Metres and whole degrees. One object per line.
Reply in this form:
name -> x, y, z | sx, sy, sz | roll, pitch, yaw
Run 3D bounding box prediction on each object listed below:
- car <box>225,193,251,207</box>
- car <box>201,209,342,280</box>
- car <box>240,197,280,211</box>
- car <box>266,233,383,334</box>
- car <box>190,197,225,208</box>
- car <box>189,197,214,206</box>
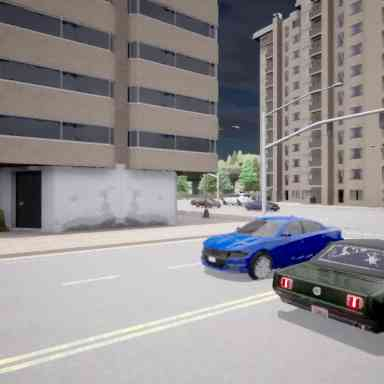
car -> 7.040, 1.221, 52.758 | 2.150, 2.045, 5.566 | 0, 0, -35
car -> 2.560, 1.477, 10.097 | 5.008, 1.535, 1.882 | 0, 0, -35
car -> 8.172, 1.564, 38.938 | 1.994, 1.385, 4.181 | 0, 0, -36
car -> 3.839, 1.601, 6.516 | 4.718, 1.301, 1.895 | 0, 0, -35
car -> 2.161, 1.526, 47.251 | 1.812, 1.442, 4.674 | 0, 0, -36
car -> 1.536, 1.564, 54.371 | 1.994, 1.385, 4.181 | 0, 0, -36
